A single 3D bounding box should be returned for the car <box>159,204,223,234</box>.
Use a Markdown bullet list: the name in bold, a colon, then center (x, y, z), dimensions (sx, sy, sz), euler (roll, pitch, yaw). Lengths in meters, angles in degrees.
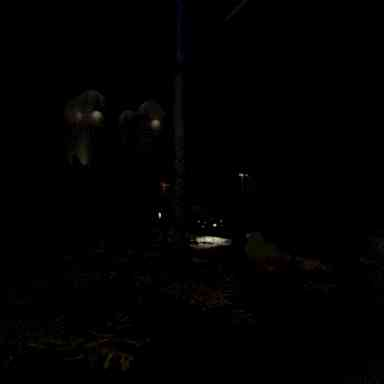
- **car**: center (-0.199, 1.500, 19.565), dimensions (1.837, 1.490, 4.892), euler (0, 0, -35)
